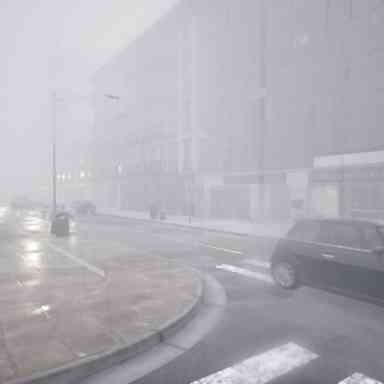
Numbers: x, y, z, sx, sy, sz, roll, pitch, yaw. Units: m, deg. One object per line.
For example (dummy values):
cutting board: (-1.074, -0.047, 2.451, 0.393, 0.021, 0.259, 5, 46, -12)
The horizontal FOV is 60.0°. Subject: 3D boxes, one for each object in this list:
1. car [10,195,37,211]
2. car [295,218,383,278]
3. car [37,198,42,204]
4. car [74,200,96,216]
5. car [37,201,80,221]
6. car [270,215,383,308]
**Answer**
car: (-22.466, 1.457, 43.834, 2.150, 2.045, 5.566, 0, 0, -36)
car: (5.558, 1.599, 9.622, 1.895, 1.301, 4.718, 0, 0, -36)
car: (-24.035, 1.689, 50.917, 2.033, 1.411, 5.357, 0, 0, -36)
car: (-10.962, 1.579, 32.678, 1.837, 1.490, 4.892, 0, 0, -36)
car: (-11.428, 1.675, 28.264, 1.895, 1.301, 4.718, 0, 0, -36)
car: (3.884, 1.356, 6.888, 2.097, 1.767, 4.553, 0, 0, -36)
